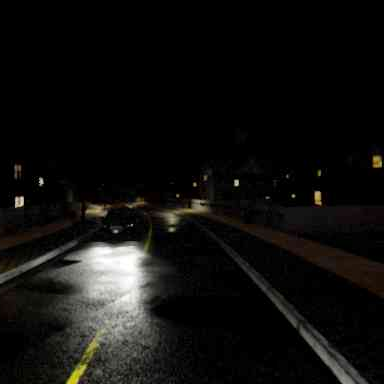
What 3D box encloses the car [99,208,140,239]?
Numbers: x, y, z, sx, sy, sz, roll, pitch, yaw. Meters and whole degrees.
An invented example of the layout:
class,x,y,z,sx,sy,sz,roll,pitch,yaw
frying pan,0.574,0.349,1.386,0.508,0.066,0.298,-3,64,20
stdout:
class,x,y,z,sx,sy,sz,roll,pitch,yaw
car,-3.890,1.645,18.370,2.128,1.511,4.902,0,-1,-6
